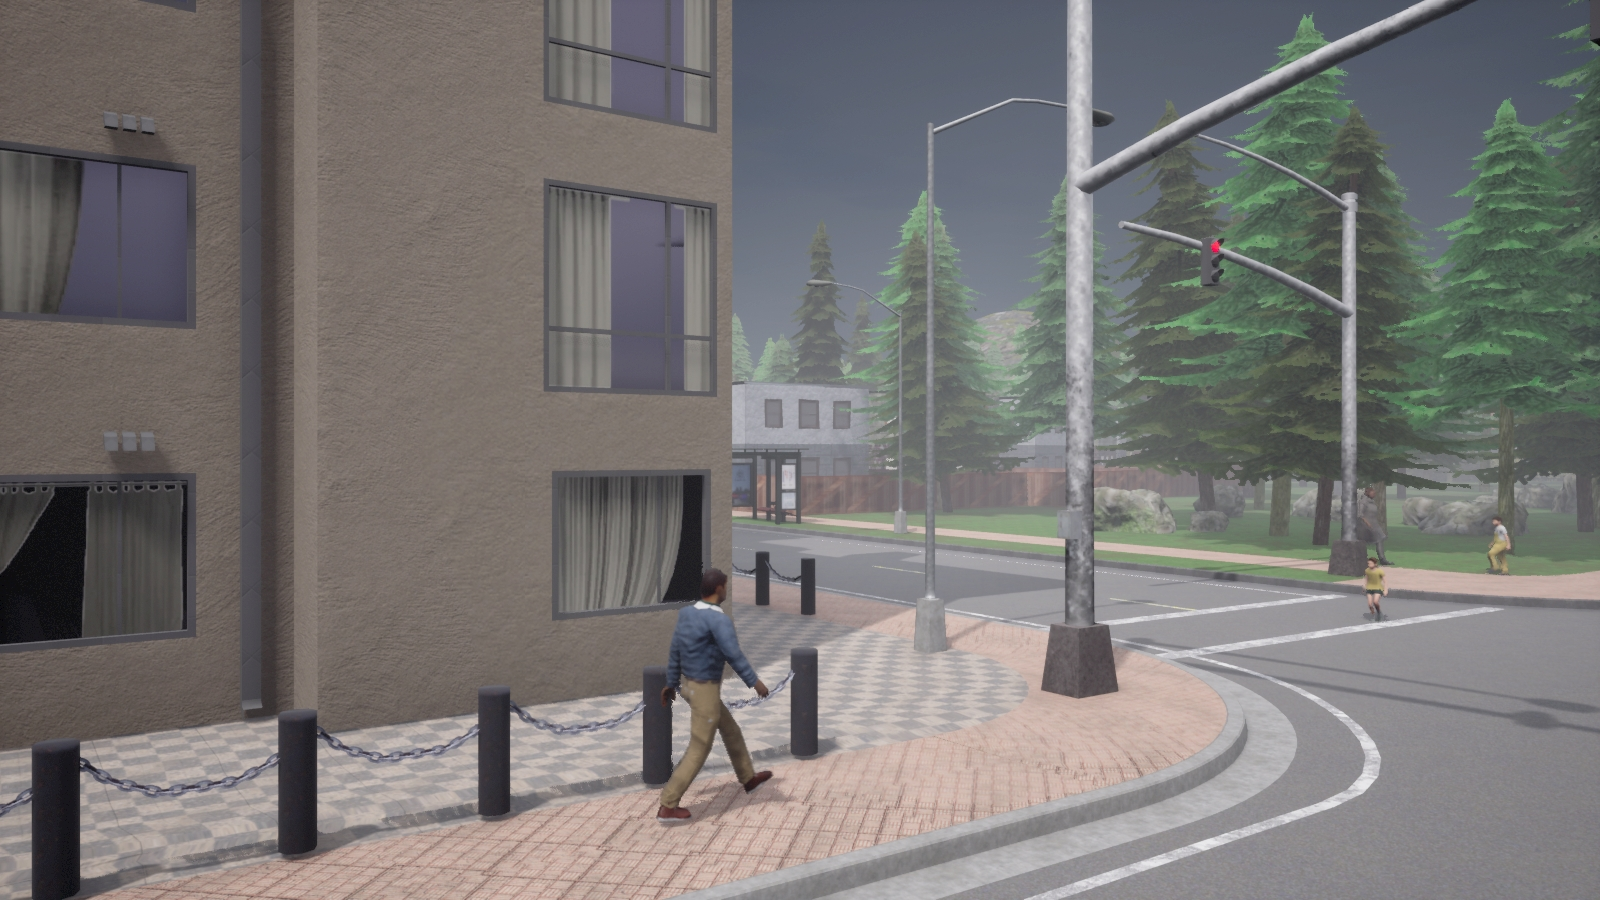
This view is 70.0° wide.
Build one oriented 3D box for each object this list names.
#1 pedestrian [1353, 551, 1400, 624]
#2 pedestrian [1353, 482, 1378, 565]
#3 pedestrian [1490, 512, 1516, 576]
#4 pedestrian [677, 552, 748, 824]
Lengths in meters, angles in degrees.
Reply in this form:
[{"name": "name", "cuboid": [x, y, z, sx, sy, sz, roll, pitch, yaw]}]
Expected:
[{"name": "pedestrian", "cuboid": [9.340, 2.209, 18.508, 0.500, 1.100, 0.500, 0, 0, -37]}, {"name": "pedestrian", "cuboid": [12.926, 1.676, 26.096, 0.375, 1.860, 0.375, 0, 0, -34]}, {"name": "pedestrian", "cuboid": [14.689, 1.956, 23.882, 0.375, 1.300, 0.375, 0, 0, 14]}, {"name": "pedestrian", "cuboid": [-0.637, 1.694, 8.272, 0.375, 1.860, 0.375, 0, 0, -35]}]
